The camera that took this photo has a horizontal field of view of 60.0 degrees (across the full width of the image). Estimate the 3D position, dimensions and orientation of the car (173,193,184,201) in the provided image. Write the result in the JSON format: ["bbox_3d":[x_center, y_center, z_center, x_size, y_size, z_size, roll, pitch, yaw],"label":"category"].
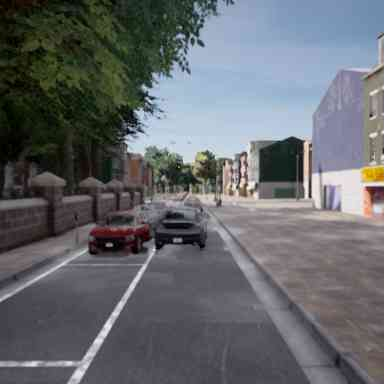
[{"bbox_3d":[-2.650,0.995,62.569,1.967,1.590,4.097,-1,0,0],"label":"car"}]

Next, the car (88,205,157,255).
[{"bbox_3d":[-2.644,1.433,12.872,1.887,1.381,4.507,0,0,0],"label":"car"}]

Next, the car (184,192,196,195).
[{"bbox_3d":[0.094,1.093,51.645,1.882,1.535,5.008,0,0,0],"label":"car"}]

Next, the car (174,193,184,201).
[{"bbox_3d":[-2.650,0.965,68.003,1.967,1.590,4.097,-1,0,0],"label":"car"}]

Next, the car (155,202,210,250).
[{"bbox_3d":[-0.328,1.386,13.788,1.837,1.490,4.892,0,1,4],"label":"car"}]

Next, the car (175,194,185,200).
[{"bbox_3d":[-2.649,1.061,73.438,1.947,1.339,4.313,-1,0,0],"label":"car"}]

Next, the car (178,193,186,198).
[{"bbox_3d":[-2.651,0.964,89.742,2.008,1.369,4.403,-1,0,0],"label":"car"}]

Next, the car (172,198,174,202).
[{"bbox_3d":[-2.645,1.366,24.250,1.947,1.339,4.313,-1,0,0],"label":"car"}]

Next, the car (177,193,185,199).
[{"bbox_3d":[-2.651,0.985,84.307,1.887,1.381,4.507,-1,0,0],"label":"car"}]

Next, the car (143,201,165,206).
[{"bbox_3d":[-2.645,1.394,18.561,2.008,1.369,4.403,-1,0,0],"label":"car"}]

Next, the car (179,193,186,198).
[{"bbox_3d":[-2.651,0.932,95.177,1.887,1.381,4.507,-1,0,0],"label":"car"}]

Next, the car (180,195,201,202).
[{"bbox_3d":[0.096,1.281,33.508,2.033,1.411,5.357,0,0,0],"label":"car"}]
